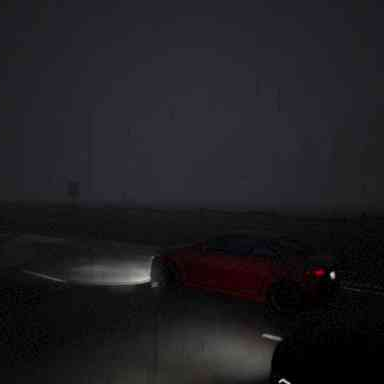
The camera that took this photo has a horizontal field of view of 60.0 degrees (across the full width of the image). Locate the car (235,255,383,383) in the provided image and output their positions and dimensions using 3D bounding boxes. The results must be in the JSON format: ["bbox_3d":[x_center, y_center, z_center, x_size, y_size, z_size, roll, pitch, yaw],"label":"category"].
[{"bbox_3d":[2.786,1.528,2.005,4.674,1.442,1.812,0,0,36],"label":"car"}]

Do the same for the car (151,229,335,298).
[{"bbox_3d":[1.067,1.557,7.530,4.181,1.385,1.994,0,0,36],"label":"car"}]
